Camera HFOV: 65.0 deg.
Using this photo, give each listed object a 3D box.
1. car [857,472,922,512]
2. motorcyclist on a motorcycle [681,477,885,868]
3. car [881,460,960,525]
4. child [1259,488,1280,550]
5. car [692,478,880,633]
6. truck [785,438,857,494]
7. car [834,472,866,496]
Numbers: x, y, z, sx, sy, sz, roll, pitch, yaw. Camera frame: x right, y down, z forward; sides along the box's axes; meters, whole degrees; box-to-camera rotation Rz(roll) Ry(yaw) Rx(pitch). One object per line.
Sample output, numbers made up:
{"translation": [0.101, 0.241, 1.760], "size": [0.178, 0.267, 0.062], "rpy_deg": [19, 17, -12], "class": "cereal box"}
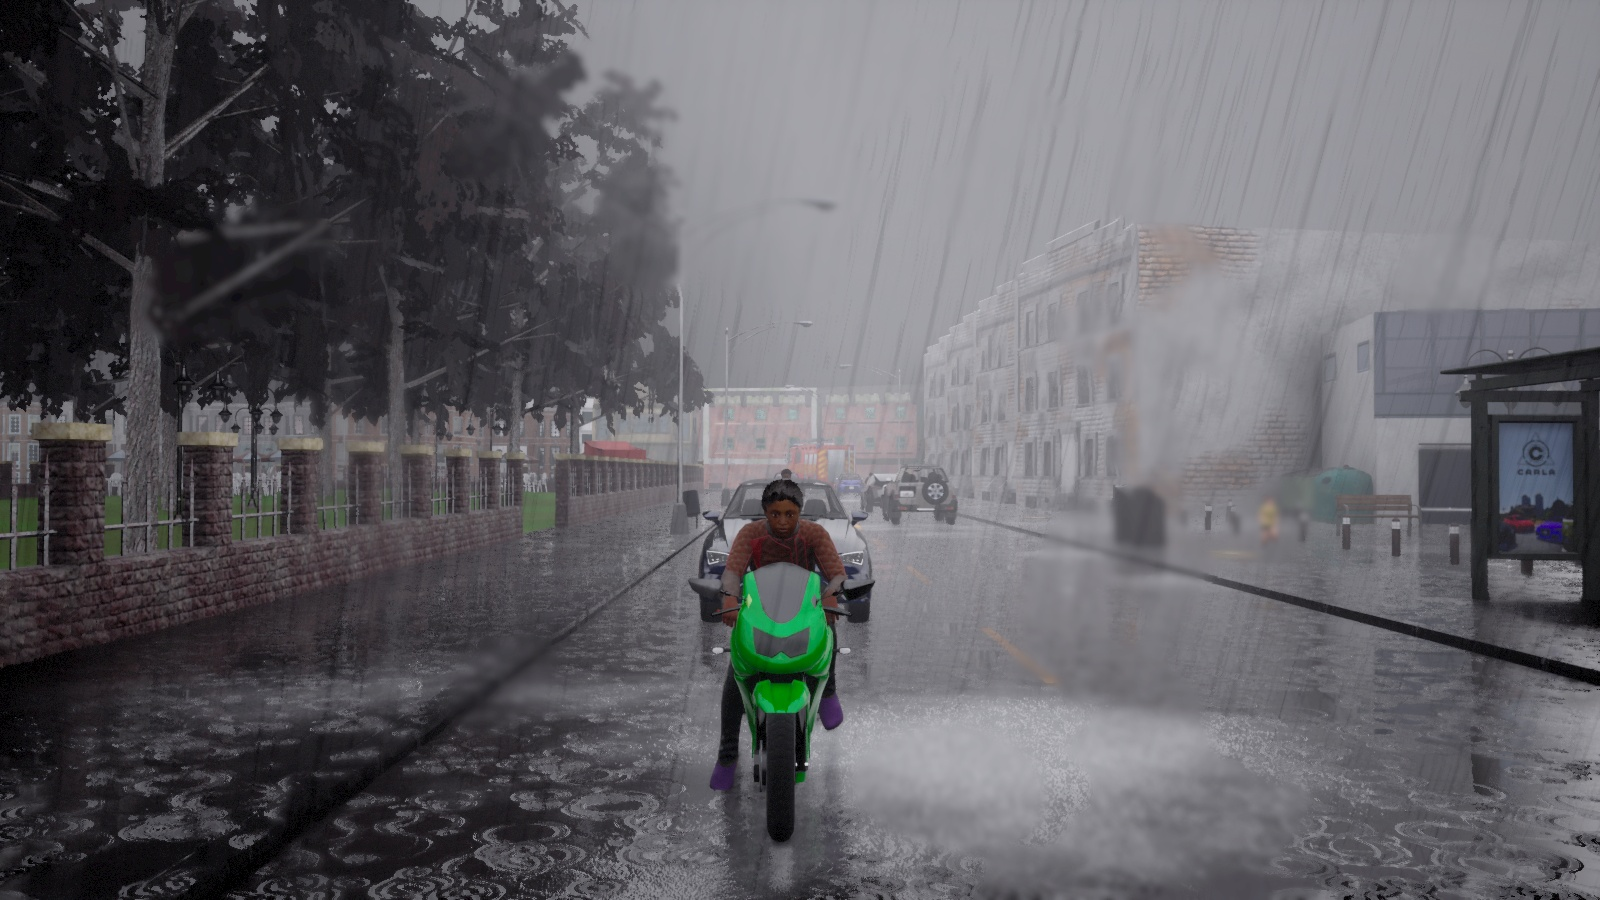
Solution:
{"translation": [3.482, 1.632, 49.615], "size": [2.163, 1.488, 4.792], "rpy_deg": [0, -1, -1], "class": "car"}
{"translation": [-0.078, 0.897, 5.979], "size": [0.797, 1.523, 2.044], "rpy_deg": [0, -1, -1], "class": "motorcyclist on a motorcycle"}
{"translation": [3.604, 1.260, 38.421], "size": [1.932, 1.855, 4.605], "rpy_deg": [0, -1, -1], "class": "car"}
{"translation": [8.591, 1.255, 22.989], "size": [0.255, 1.110, 0.394], "rpy_deg": [0, -1, 3], "class": "child"}
{"translation": [-0.158, 1.068, 14.272], "size": [1.816, 1.474, 4.193], "rpy_deg": [0, -1, -1], "class": "car"}
{"translation": [1.383, 1.139, 89.501], "size": [2.891, 3.827, 8.468], "rpy_deg": [0, -1, -15], "class": "truck"}
{"translation": [3.152, 2.145, 79.349], "size": [1.816, 1.474, 4.193], "rpy_deg": [0, -1, -1], "class": "car"}
